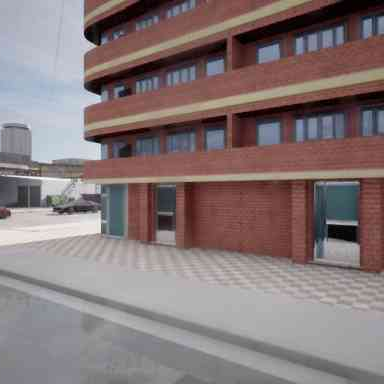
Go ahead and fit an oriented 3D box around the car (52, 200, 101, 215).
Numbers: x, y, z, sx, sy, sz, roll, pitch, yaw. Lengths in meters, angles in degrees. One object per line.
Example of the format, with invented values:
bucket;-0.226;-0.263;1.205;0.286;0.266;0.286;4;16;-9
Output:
car;-11.704;1.547;34.608;2.033;1.411;5.357;0;0;34

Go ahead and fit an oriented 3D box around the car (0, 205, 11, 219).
car;-17.013;1.564;26.880;1.994;1.385;4.181;0;0;34
